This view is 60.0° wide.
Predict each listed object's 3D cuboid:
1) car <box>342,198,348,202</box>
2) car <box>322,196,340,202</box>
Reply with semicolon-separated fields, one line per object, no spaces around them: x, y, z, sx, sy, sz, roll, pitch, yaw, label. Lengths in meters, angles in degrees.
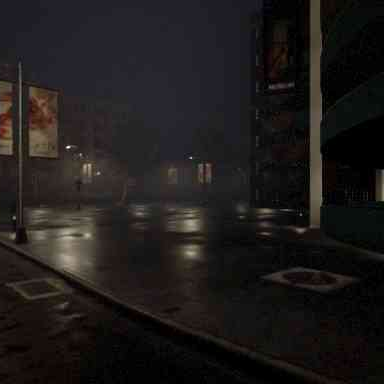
22.136;1.413;51.046;4.786;1.482;2.161;0;0;-41;car
15.593;1.320;39.958;4.674;1.452;2.002;0;0;-41;car
